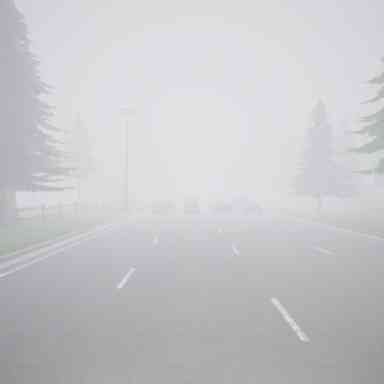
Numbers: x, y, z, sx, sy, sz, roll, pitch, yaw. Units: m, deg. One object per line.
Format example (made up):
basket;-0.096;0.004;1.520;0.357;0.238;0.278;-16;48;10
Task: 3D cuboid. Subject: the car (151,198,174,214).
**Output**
car;-3.529;1.790;38.237;2.033;1.411;5.357;0;0;0

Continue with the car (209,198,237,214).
car;3.471;1.735;38.243;2.128;1.511;4.902;0;0;0

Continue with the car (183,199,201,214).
car;-0.029;1.810;38.656;1.994;1.385;4.181;0;0;0

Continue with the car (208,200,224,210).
car;3.463;1.910;48.692;1.895;1.301;4.718;0;0;0

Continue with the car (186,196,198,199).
car;-0.037;1.531;48.691;2.150;2.045;5.566;0;0;0

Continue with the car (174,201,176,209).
car;-3.537;1.661;48.628;2.097;1.767;4.553;0;0;0

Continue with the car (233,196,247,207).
car;6.963;1.531;48.697;2.150;2.045;5.566;0;0;0

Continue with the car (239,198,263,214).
car;6.971;1.772;38.662;1.812;1.442;4.674;0;0;0
